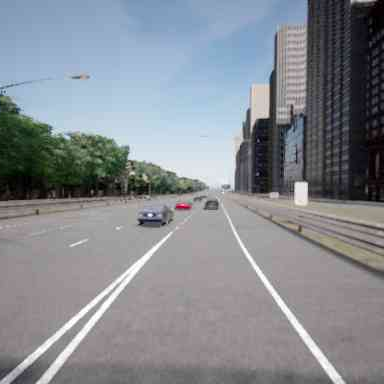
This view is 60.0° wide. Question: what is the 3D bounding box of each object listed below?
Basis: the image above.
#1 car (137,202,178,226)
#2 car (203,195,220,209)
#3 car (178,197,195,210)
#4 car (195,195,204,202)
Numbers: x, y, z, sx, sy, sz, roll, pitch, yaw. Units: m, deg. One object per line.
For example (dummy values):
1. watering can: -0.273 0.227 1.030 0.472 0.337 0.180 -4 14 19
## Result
1. car: -2.485 1.530 23.600 2.033 1.411 5.357 0 0 4
2. car: 2.750 1.531 45.797 1.837 1.490 4.892 1 0 4
3. car: -1.023 1.558 43.573 1.994 1.385 4.181 0 0 4
4. car: 1.400 1.548 78.024 1.837 1.490 4.892 0 0 4
